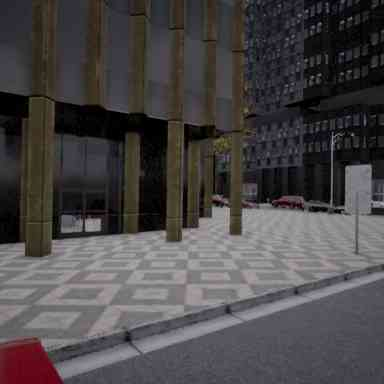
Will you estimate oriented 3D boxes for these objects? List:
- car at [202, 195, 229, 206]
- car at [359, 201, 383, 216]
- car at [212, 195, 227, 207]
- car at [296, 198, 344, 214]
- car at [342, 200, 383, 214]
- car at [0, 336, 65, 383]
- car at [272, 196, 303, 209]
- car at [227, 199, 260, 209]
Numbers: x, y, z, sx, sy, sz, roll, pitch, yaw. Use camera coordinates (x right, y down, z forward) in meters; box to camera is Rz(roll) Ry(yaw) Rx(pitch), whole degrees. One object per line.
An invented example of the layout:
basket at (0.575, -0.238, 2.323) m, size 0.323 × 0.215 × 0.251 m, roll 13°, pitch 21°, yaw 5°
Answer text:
car at (4.257, 1.511, 61.268) m, size 2.192 × 1.841 × 5.009 m, roll 1°, pitch -1°, yaw -35°
car at (16.420, 1.517, 29.341) m, size 2.008 × 1.369 × 4.403 m, roll 1°, pitch -1°, yaw -35°
car at (3.678, 1.311, 47.340) m, size 2.192 × 1.841 × 5.009 m, roll 1°, pitch -1°, yaw -35°
car at (13.234, 1.539, 33.839) m, size 1.947 × 1.339 × 4.313 m, roll 1°, pitch -1°, yaw -35°
car at (20.184, 1.708, 38.773) m, size 2.008 × 1.369 × 4.403 m, roll 1°, pitch -1°, yaw -35°
car at (-2.866, 1.600, 1.203) m, size 4.718 × 1.301 × 1.895 m, roll 0°, pitch 0°, yaw -36°
car at (13.816, 1.487, 47.773) m, size 2.192 × 1.841 × 5.009 m, roll 1°, pitch -1°, yaw -35°
car at (6.860, 1.570, 42.837) m, size 1.802 × 1.307 × 4.206 m, roll 1°, pitch -1°, yaw -35°
